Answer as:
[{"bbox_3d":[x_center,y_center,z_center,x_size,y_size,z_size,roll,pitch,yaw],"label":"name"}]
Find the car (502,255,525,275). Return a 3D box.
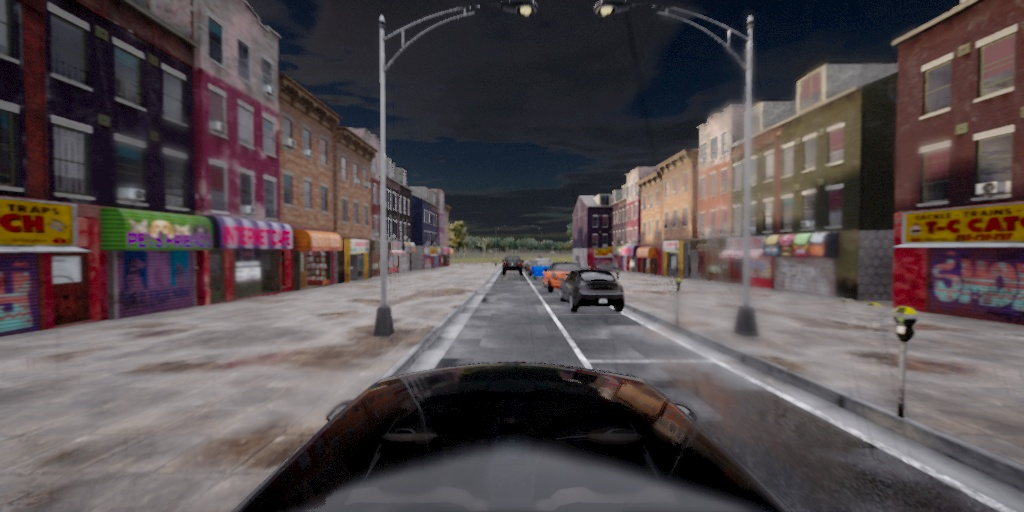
[{"bbox_3d":[0.066,0.985,39.639,2.150,2.045,5.566,0,-1,1],"label":"car"}]

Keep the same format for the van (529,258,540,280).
[{"bbox_3d":[2.636,1.106,31.768,1.690,1.789,3.998,0,0,0],"label":"van"}]

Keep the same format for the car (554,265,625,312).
[{"bbox_3d":[3.020,1.260,14.309,1.837,1.490,4.892,0,0,0],"label":"car"}]

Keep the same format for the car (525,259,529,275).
[{"bbox_3d":[2.635,1.208,37.300,1.967,1.591,4.097,0,0,0],"label":"car"}]

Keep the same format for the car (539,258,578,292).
[{"bbox_3d":[2.987,1.112,21.281,2.097,1.767,4.553,0,0,0],"label":"car"}]
